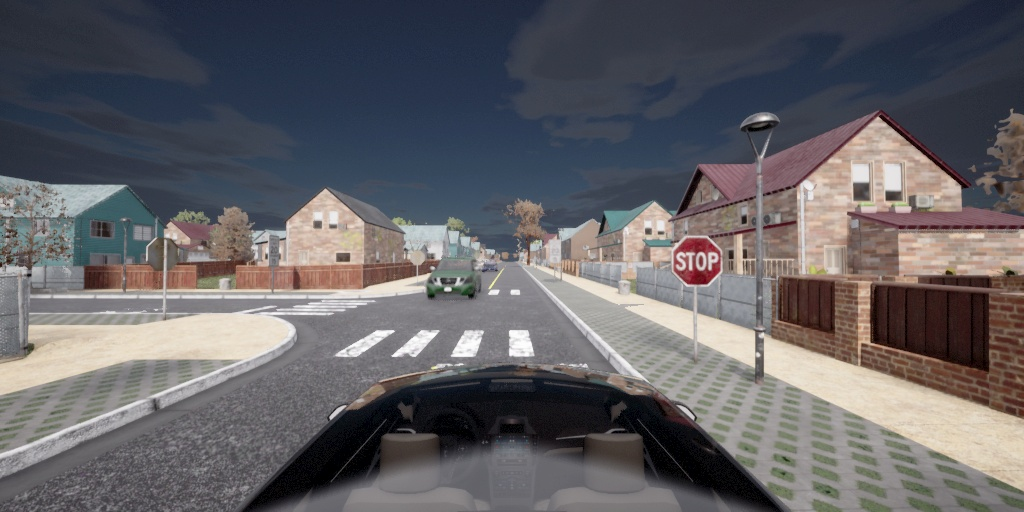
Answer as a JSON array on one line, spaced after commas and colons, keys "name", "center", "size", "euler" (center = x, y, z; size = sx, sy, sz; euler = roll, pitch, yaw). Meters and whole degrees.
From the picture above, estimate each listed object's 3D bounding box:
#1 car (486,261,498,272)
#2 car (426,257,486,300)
[{"name": "car", "center": [-2.784, 1.320, 47.288], "size": [2.033, 1.411, 5.357], "euler": [0, 0, 0]}, {"name": "car", "center": [-2.762, 1.081, 18.219], "size": [2.150, 2.045, 5.566], "euler": [0, 0, 0]}]
